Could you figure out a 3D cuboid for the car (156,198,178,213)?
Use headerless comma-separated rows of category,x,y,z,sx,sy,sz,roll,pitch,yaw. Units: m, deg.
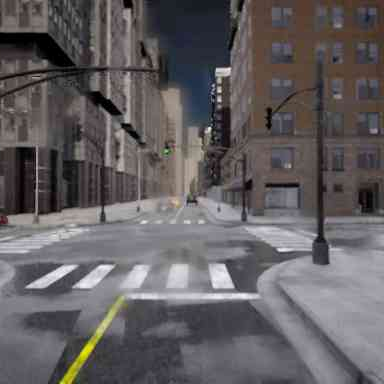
car,-3.088,1.665,38.836,2.128,1.511,4.902,0,0,0

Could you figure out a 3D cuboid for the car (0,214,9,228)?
car,-14.470,1.831,22.131,4.206,1.307,1.802,0,0,0

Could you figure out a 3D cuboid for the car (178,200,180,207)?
car,-3.056,1.708,54.912,1.882,1.535,5.008,0,0,0

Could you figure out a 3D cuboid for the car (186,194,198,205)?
car,0.000,1.481,63.913,2.150,2.045,5.566,0,0,0

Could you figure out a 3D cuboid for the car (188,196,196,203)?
car,0.000,1.645,74.307,1.812,1.442,4.674,0,0,0
